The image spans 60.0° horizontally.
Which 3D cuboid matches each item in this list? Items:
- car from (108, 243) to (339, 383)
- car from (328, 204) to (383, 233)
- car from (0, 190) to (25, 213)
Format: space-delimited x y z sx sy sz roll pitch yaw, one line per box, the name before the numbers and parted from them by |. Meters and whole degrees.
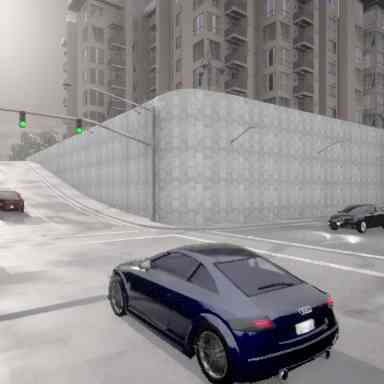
car | 0.170 1.565 5.563 1.994 1.385 4.181 0 0 -36
car | 10.057 1.505 19.779 4.892 1.490 1.837 0 0 -36
car | -14.228 0.614 25.582 1.882 1.535 5.008 0 7 -36
